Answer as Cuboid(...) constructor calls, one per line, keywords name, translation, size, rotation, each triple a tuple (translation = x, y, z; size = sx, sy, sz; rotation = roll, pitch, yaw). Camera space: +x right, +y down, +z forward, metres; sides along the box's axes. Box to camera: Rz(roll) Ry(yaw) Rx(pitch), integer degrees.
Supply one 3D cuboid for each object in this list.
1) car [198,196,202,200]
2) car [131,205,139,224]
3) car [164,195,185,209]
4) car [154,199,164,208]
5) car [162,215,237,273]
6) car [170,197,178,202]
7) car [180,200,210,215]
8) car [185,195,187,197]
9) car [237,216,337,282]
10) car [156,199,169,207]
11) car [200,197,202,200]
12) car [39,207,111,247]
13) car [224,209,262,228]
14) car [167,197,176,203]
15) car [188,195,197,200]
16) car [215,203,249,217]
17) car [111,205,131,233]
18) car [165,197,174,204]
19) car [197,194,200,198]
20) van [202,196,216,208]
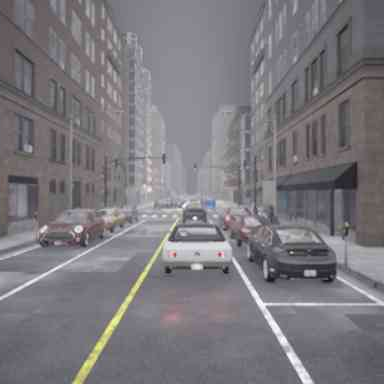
Cuboid(name="car", translation=(2.985, 2.008, 76.042), size=(1.802, 1.307, 4.206), rotation=(0, 0, 0))
Cuboid(name="car", translation=(-5.272, 1.700, 26.266), size=(2.008, 1.369, 4.403), rotation=(0, 0, 0))
Cuboid(name="car", translation=(-2.661, 1.645, 51.722), size=(2.097, 1.767, 4.553), rotation=(0, 0, 2))
Cuboid(name="car", translation=(-5.146, 1.852, 53.346), size=(2.008, 1.369, 4.403), rotation=(0, 0, 0))
Cuboid(name="car", translation=(0.149, 1.663, 10.850), size=(1.895, 1.301, 4.718), rotation=(0, 0, 0))
Cuboid(name="car", translation=(-4.961, 2.076, 93.118), size=(1.947, 1.339, 4.313), rotation=(0, 0, 0))
Cuboid(name="car", translation=(0.218, 1.657, 26.559), size=(1.837, 1.490, 4.892), rotation=(0, 0, 0))
Cuboid(name="car", translation=(-2.472, 1.917, 65.468), size=(2.033, 1.411, 5.357), rotation=(0, 0, 0))
Cuboid(name="car", translation=(2.677, 1.607, 9.681), size=(2.008, 1.369, 4.403), rotation=(0, 0, 0))
Cuboid(name="car", translation=(-5.119, 1.878, 59.028), size=(1.887, 1.381, 4.507), rotation=(0, 0, 0))
Cuboid(name="car", translation=(2.932, 1.948, 64.679), size=(1.802, 1.307, 4.206), rotation=(0, 0, 0))
Cuboid(name="car", translation=(-5.323, 1.527, 15.230), size=(1.967, 1.590, 4.097), rotation=(0, 0, 0))
Cuboid(name="car", translation=(2.702, 1.669, 15.200), size=(1.802, 1.307, 4.206), rotation=(0, 0, 0))
Cuboid(name="car", translation=(-5.013, 2.020, 81.755), size=(1.947, 1.339, 4.313), rotation=(0, 0, 0))
Cuboid(name="car", translation=(0.380, 1.992, 83.043), size=(2.033, 1.411, 5.357), rotation=(0, 0, 0))
Cuboid(name="car", translation=(2.728, 1.559, 20.719), size=(1.967, 1.590, 4.097), rotation=(0, 0, 0))
Cuboid(name="car", translation=(-5.298, 1.643, 20.577), size=(1.752, 1.417, 4.829), rotation=(0, 0, 0))
Cuboid(name="car", translation=(-5.041, 1.950, 75.904), size=(1.752, 1.417, 4.829), rotation=(0, 0, 0))
Cuboid(name="car", translation=(3.012, 1.769, 81.725), size=(2.192, 1.841, 5.009), rotation=(0, 0, 0))
Cuboid(name="van", translation=(2.879, 1.643, 53.319), size=(1.690, 1.788, 3.998), rotation=(0, 0, 0))
